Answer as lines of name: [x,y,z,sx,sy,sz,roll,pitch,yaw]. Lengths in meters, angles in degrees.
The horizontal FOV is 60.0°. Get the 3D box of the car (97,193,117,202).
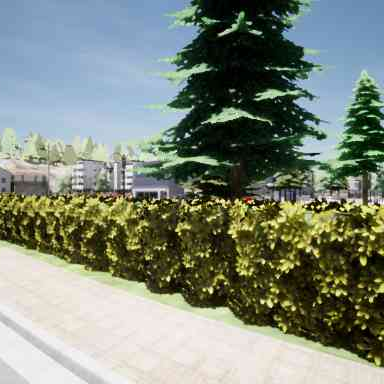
car: [-18.212,1.077,71.423,1.905,1.878,3.866,0,0,44]

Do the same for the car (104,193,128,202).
car: [-15.854,1.097,69.676,1.932,1.855,4.605,0,0,44]

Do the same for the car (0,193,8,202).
car: [-41.764,1.097,70.238,1.932,1.855,4.605,0,0,44]

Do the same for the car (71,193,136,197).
car: [-8.077,1.221,31.062,2.150,2.045,5.566,0,0,44]

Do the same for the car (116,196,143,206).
car: [-10.055,1.384,53.337,1.970,1.475,3.806,0,0,44]

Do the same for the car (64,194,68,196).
car: [-27.320,1.154,80.409,2.152,1.636,5.027,0,0,44]
